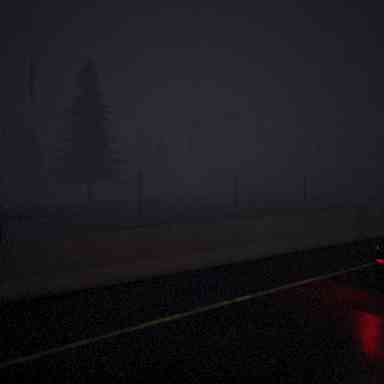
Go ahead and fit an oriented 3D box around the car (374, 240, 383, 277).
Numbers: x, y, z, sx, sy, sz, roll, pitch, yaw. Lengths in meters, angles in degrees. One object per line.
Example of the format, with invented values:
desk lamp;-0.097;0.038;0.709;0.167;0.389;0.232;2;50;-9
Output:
car;6.066;1.247;7.571;4.674;1.442;1.812;-2;1;-31
